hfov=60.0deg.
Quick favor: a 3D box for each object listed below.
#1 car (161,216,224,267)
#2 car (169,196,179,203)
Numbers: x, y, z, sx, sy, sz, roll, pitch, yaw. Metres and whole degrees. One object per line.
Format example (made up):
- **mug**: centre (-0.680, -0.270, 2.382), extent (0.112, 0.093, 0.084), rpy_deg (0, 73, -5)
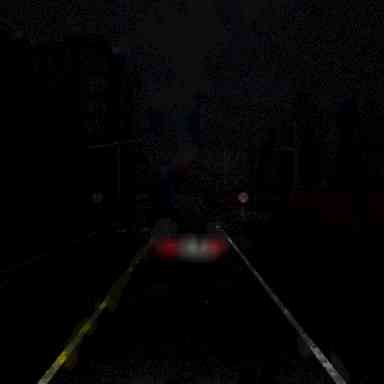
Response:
- **car**: centre (0.026, 1.530, 11.329), extent (2.033, 1.411, 5.357), rpy_deg (0, 0, 0)
- **car**: centre (-3.495, 1.444, 65.633), extent (2.033, 1.411, 5.357), rpy_deg (0, 0, 0)
